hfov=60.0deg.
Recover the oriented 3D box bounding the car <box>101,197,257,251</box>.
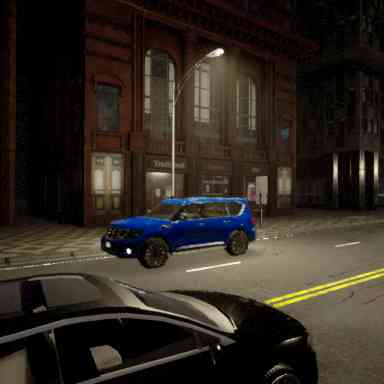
[{"bbox_3d":[-0.230,1.222,11.481,5.566,2.045,2.150,0,0,-35],"label":"car"}]

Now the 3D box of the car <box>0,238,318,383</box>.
[{"bbox_3d":[-0.947,1.492,2.765,4.902,1.511,2.128,0,0,-35],"label":"car"}]
